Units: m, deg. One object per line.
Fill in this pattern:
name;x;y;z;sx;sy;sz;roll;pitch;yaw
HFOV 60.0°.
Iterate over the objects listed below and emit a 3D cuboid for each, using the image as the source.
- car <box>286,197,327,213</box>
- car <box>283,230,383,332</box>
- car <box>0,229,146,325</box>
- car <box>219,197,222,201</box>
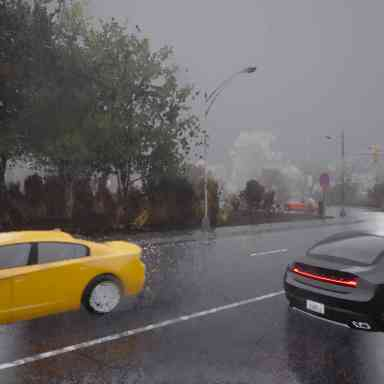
car;12.533;1.351;36.838;2.097;1.767;4.553;0;0;-32
car;3.858;1.504;6.489;4.892;1.490;1.837;0;0;-35
car;-3.287;1.477;5.963;5.008;1.535;1.882;0;0;-35
car;4.527;1.352;69.521;1.994;1.385;4.181;0;1;-33
